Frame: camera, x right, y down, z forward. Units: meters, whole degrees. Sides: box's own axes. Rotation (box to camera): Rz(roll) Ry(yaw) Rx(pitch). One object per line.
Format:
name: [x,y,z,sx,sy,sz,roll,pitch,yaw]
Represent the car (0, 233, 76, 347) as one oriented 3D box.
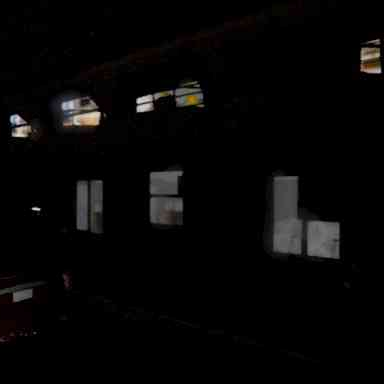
car: [-3.858,1.409,5.626,4.097,1.590,1.967,0,0,35]
